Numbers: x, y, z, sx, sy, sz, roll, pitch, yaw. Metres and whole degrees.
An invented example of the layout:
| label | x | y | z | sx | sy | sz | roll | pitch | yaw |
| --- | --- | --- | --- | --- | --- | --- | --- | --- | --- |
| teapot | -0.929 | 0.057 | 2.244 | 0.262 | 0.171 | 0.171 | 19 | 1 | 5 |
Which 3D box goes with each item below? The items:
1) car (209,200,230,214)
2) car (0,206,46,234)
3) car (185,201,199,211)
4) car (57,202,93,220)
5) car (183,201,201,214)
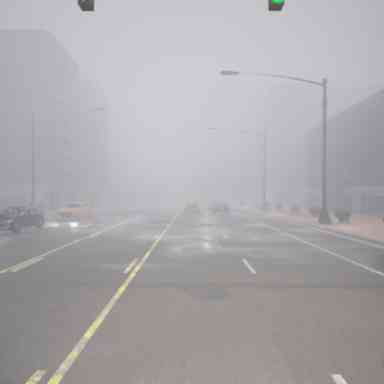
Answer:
| label | x | y | z | sx | sy | sz | roll | pitch | yaw |
| --- | --- | --- | --- | --- | --- | --- | --- | --- | --- |
| car | 3.497 | 1.891 | 40.421 | 1.994 | 1.385 | 4.181 | 0 | -1 | 0 |
| car | -10.561 | 1.591 | 20.030 | 2.128 | 1.511 | 4.902 | 0 | -1 | 0 |
| car | -0.002 | 2.025 | 49.967 | 1.895 | 1.301 | 4.718 | 0 | -1 | 0 |
| car | -10.526 | 1.684 | 30.183 | 1.882 | 1.535 | 5.008 | 0 | -1 | 0 |
| car | -0.004 | 1.787 | 39.124 | 1.882 | 1.535 | 5.008 | 0 | -1 | 0 |
